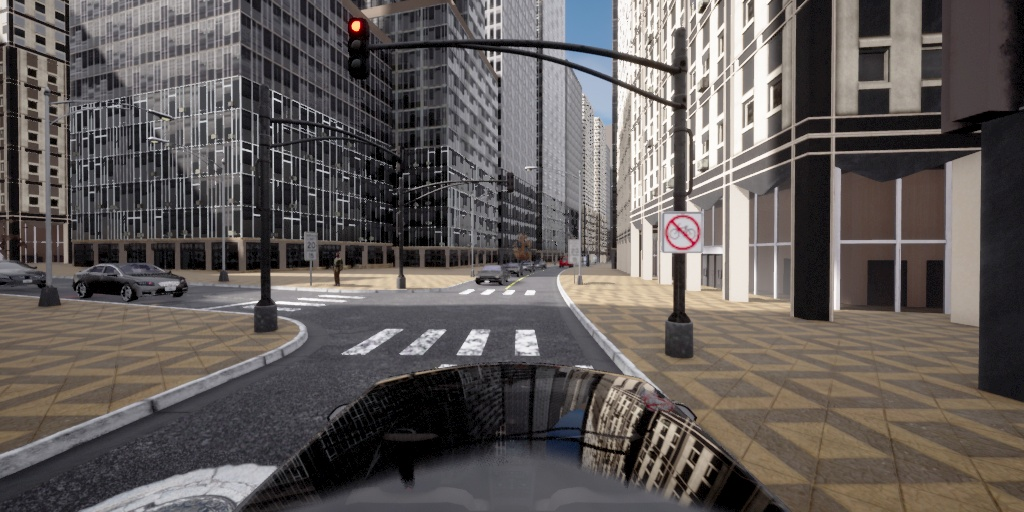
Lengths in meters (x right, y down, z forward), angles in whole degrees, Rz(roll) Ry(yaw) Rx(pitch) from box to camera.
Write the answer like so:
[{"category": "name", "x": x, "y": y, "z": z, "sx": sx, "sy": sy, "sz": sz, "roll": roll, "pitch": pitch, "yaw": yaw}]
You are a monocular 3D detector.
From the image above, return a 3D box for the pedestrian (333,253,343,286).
[{"category": "pedestrian", "x": -9.513, "y": 0.716, "z": 19.490, "sx": 0.375, "sy": 1.860, "sz": 0.375, "roll": 0, "pitch": 0, "yaw": 16}]

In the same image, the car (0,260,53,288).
[{"category": "car", "x": -25.921, "y": 0.940, "z": 18.198, "sx": 4.674, "sy": 1.442, "sz": 1.812, "roll": 1, "pitch": 1, "yaw": 17}]

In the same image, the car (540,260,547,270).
[{"category": "car", "x": 4.414, "y": 1.417, "z": 57.946, "sx": 2.128, "sy": 1.511, "sz": 4.902, "roll": 0, "pitch": 0, "yaw": 15}]

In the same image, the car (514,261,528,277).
[{"category": "car", "x": 0.088, "y": 1.363, "z": 36.768, "sx": 2.033, "sy": 1.411, "sz": 5.357, "roll": 0, "pitch": 0, "yaw": 9}]

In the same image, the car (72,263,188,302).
[{"category": "car", "x": -16.362, "y": 1.043, "z": 15.395, "sx": 4.902, "sy": 1.511, "sz": 2.128, "roll": 1, "pitch": 1, "yaw": 16}]

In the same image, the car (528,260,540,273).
[{"category": "car", "x": 1.909, "y": 1.356, "z": 46.866, "sx": 2.128, "sy": 1.511, "sz": 4.902, "roll": 0, "pitch": 0, "yaw": 11}]

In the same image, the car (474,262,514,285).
[{"category": "car", "x": -1.340, "y": 1.327, "z": 26.443, "sx": 2.033, "sy": 1.411, "sz": 5.357, "roll": 0, "pitch": 0, "yaw": 7}]
